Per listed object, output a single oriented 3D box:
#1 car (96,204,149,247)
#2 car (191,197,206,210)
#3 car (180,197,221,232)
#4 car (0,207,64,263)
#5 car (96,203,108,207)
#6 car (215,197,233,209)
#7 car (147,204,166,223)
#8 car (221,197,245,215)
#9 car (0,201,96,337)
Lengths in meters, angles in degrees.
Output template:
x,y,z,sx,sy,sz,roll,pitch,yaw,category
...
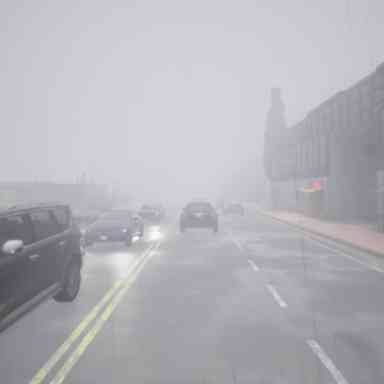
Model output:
x,y,z,sx,sy,sz,roll,pitch,yaw,category
-3.353,1.501,15.161,1.812,1.442,4.674,0,0,1,car
0.822,1.439,42.970,1.837,1.490,4.892,0,0,1,car
0.415,1.322,20.138,2.097,1.767,4.553,0,0,1,car
-6.903,1.455,12.853,1.882,1.535,5.008,0,0,1,car
-6.640,1.510,23.134,2.033,1.411,5.357,0,0,1,car
4.338,1.424,46.097,2.128,1.511,4.902,0,0,2,car
-3.093,1.562,25.196,1.895,1.301,4.718,0,0,1,car
4.068,1.478,33.237,1.812,1.442,4.674,0,0,1,car
-3.521,1.212,5.352,2.150,2.045,5.566,0,0,1,car
